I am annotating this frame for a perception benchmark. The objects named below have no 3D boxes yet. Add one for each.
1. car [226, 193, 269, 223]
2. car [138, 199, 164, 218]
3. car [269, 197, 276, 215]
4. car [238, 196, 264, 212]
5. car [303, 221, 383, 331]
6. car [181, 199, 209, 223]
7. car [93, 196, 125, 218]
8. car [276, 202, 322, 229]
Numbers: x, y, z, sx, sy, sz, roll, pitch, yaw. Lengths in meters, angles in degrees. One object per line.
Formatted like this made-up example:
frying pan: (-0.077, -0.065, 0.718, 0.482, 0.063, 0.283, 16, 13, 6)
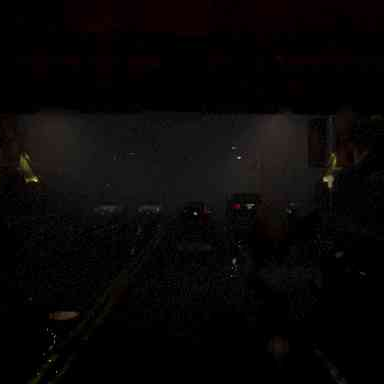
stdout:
car: (3.740, 1.090, 24.242, 2.150, 2.045, 5.566, 0, 0, 0)
car: (-3.439, 1.371, 28.638, 1.812, 1.442, 4.674, 0, 0, 0)
car: (6.686, 1.187, 31.167, 2.185, 1.767, 4.553, 0, 0, 0)
car: (6.550, 1.278, 37.593, 2.097, 1.535, 5.008, 0, 0, 0)
car: (3.635, 1.495, 5.669, 1.812, 1.442, 4.674, 0, 0, 0)
car: (0.236, 1.431, 24.584, 1.994, 1.385, 4.181, 0, 0, 0)
car: (-6.940, 1.374, 28.181, 1.812, 1.442, 4.674, 0, 0, 0)
car: (6.645, 1.371, 20.392, 2.231, 1.521, 4.892, 0, 0, 10)
